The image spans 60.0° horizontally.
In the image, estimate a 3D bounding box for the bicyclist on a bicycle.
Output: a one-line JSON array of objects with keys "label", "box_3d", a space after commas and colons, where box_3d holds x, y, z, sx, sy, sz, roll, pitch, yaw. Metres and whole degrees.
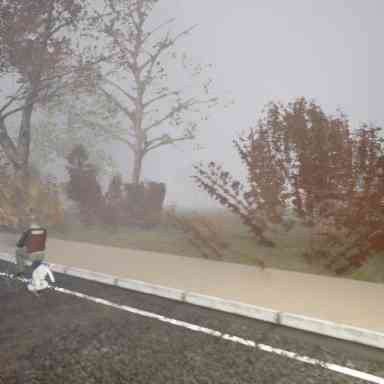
[{"label": "bicyclist on a bicycle", "box_3d": [-3.484, 1.374, 7.066, 1.843, 1.776, 0.659, 0, 0, 35]}]
